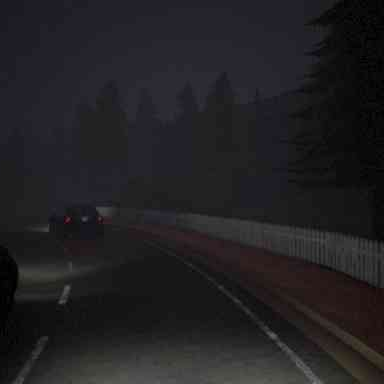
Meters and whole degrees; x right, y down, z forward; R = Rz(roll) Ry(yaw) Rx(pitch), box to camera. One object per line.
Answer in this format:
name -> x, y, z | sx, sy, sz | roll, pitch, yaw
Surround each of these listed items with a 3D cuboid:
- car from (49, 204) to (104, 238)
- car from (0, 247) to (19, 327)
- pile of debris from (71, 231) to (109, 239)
car -> -6.510, 1.424, 18.432 | 2.097, 1.767, 4.553 | -1, 0, -33
car -> -3.946, 1.258, 3.802 | 2.150, 2.045, 5.566 | 0, 0, -9
pile of debris -> -5.410, 2.241, 17.538 | 1.500, 0.140, 1.860 | 0, 0, -33
